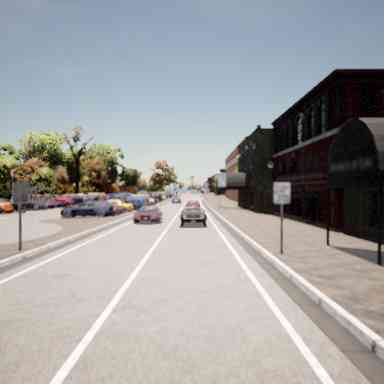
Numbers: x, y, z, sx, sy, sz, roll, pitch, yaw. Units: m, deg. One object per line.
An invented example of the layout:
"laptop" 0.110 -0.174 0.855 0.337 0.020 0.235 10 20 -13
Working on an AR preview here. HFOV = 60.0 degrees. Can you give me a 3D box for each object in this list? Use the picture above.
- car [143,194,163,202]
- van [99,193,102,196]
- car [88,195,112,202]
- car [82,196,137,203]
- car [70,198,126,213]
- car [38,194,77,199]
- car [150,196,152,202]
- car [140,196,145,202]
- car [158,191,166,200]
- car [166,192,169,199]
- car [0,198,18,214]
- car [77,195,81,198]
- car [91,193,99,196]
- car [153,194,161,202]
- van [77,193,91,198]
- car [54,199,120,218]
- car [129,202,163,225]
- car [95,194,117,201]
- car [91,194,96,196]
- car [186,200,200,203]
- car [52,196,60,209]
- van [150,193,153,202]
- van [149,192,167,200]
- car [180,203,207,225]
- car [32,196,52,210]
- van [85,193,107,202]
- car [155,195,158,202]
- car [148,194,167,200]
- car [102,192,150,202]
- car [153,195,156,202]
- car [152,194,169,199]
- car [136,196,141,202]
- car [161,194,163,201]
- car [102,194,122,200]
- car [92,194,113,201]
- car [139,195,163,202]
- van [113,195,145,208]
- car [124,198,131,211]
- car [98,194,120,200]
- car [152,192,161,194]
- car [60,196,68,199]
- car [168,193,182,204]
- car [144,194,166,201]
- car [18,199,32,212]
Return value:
"car" -9.106 1.318 78.222 4.553 1.767 2.185 0 1 0
"van" -21.818 1.321 69.767 4.442 1.987 1.878 0 1 0
"car" -21.649 1.445 78.115 5.008 1.535 2.097 0 1 0
"car" -9.519 1.600 38.646 5.366 1.575 1.946 0 0 0
"car" -9.373 1.613 32.993 4.674 1.452 2.002 0 0 0
"car" -21.790 1.426 52.684 5.566 2.045 2.435 0 0 0
"car" -9.244 1.719 52.772 4.674 1.452 2.002 0 0 0
"car" -9.302 1.633 44.296 5.008 1.535 2.097 0 0 0
"car" -9.140 1.261 72.570 5.566 2.045 2.435 0 1 0
"car" -8.871 1.406 81.048 5.366 1.575 1.946 0 1 0
"car" -21.900 1.461 35.866 4.553 1.767 2.185 0 0 0
"car" -21.793 1.689 55.518 5.008 1.535 2.097 0 -1 0
"car" -21.689 1.458 66.820 4.553 1.767 2.185 0 1 0
"car" -9.162 1.616 64.096 5.008 1.535 2.097 0 1 0
"van" -21.640 1.425 61.295 4.442 1.987 1.878 0 1 0
"car" -9.418 1.587 30.167 4.792 1.488 2.163 0 0 0
"car" -3.337 1.716 25.834 1.994 1.385 4.181 0 0 0
"car" -21.602 1.375 83.762 5.008 1.535 2.097 0 1 0
"car" -21.771 1.646 64.125 4.792 1.488 2.163 0 1 0
"car" 0.135 1.747 41.826 1.994 1.385 4.181 0 0 0
"car" -21.827 1.676 47.035 4.792 1.488 2.163 0 0 0
"van" -9.340 1.464 55.479 4.442 1.987 1.878 0 0 0
"van" -9.118 1.079 89.523 4.442 1.987 1.878 0 1 0
"car" 0.109 1.751 25.228 1.895 1.301 4.718 0 0 0
"car" -21.881 1.633 44.337 4.892 1.521 2.231 0 0 0
"van" -21.778 1.252 75.417 4.442 1.987 1.878 0 1 0
"car" -9.183 1.691 61.271 4.674 1.452 2.002 0 1 0
"car" -9.017 1.380 86.700 4.674 1.452 2.002 0 1 0
"car" -9.250 1.397 47.123 5.566 2.045 2.435 0 0 0
"car" -9.207 1.721 58.437 4.674 1.452 2.002 0 1 0
"car" -8.967 1.276 95.177 4.674 1.452 2.002 0 1 0
"car" -9.310 1.618 41.471 5.008 1.535 2.097 0 0 0
"car" -9.133 1.587 69.748 4.674 1.452 2.002 0 1 0
"car" -21.599 1.334 89.533 4.792 1.488 2.163 0 1 0
"car" -21.656 1.285 80.937 4.553 1.767 2.185 0 1 0
"car" -9.279 1.475 75.399 5.366 1.575 1.946 0 1 0
"van" -9.377 1.438 49.949 4.442 1.987 1.878 0 0 0
"car" -9.355 1.628 35.819 4.674 1.452 2.002 0 0 0
"car" -21.593 1.341 86.585 5.008 1.535 2.097 0 1 0
"car" -9.180 1.456 66.921 4.553 1.767 2.185 0 1 0
"car" -21.808 1.691 49.859 4.792 1.488 2.163 0 0 0
"car" -3.086 1.610 66.607 2.128 1.511 4.902 0 1 1
"car" -9.224 1.371 83.876 5.366 1.575 1.946 0 1 0
"car" -21.909 1.601 38.565 5.008 1.535 2.097 0 0 0
